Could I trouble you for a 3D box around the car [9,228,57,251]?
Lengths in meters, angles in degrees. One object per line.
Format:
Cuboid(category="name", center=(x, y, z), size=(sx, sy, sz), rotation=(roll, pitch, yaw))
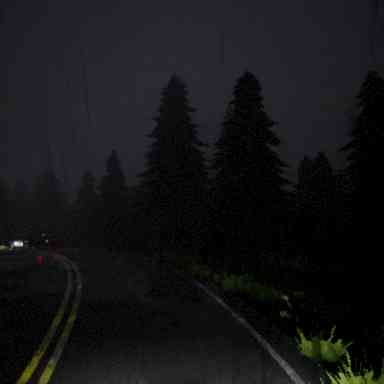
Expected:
Cuboid(category="car", center=(-11.558, 3.393, 24.037), size=(4.902, 1.511, 2.128), rotation=(-10, -10, 42))
